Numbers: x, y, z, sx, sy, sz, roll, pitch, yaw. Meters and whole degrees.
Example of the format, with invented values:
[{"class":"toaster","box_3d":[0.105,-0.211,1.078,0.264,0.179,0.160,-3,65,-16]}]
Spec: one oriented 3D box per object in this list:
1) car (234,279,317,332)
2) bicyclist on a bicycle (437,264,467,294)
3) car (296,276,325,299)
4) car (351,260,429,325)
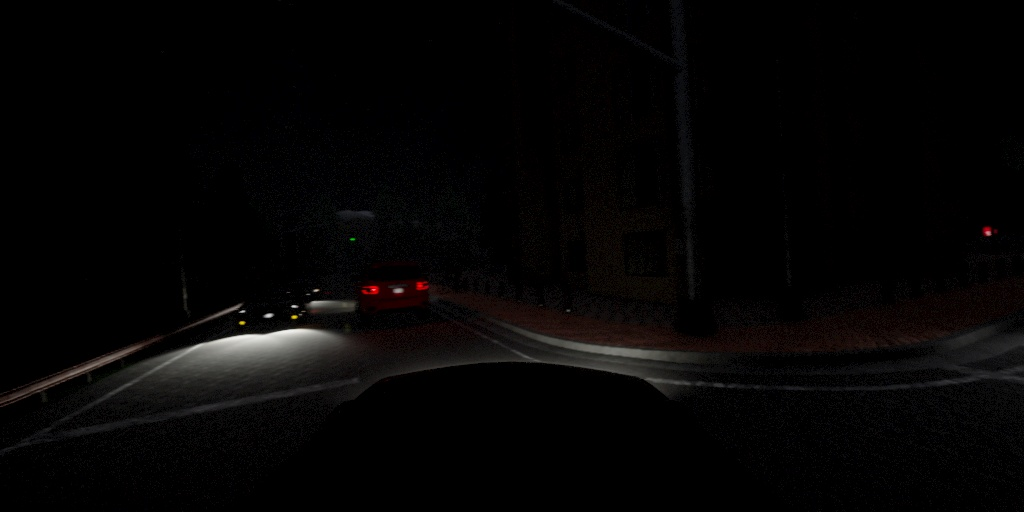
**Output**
[{"class":"car","box_3d":[-8.760,1.809,13.459,1.994,1.385,4.181,-3,0,-25]},{"class":"bicyclist on a bicycle","box_3d":[-3.230,1.226,19.275,1.656,1.620,0.582,-3,0,-25]},{"class":"car","box_3d":[-13.209,2.032,23.147,2.033,1.411,5.357,-3,0,-24]},{"class":"car","box_3d":[-4.700,1.236,13.570,2.150,2.045,5.566,-3,0,-26]}]
